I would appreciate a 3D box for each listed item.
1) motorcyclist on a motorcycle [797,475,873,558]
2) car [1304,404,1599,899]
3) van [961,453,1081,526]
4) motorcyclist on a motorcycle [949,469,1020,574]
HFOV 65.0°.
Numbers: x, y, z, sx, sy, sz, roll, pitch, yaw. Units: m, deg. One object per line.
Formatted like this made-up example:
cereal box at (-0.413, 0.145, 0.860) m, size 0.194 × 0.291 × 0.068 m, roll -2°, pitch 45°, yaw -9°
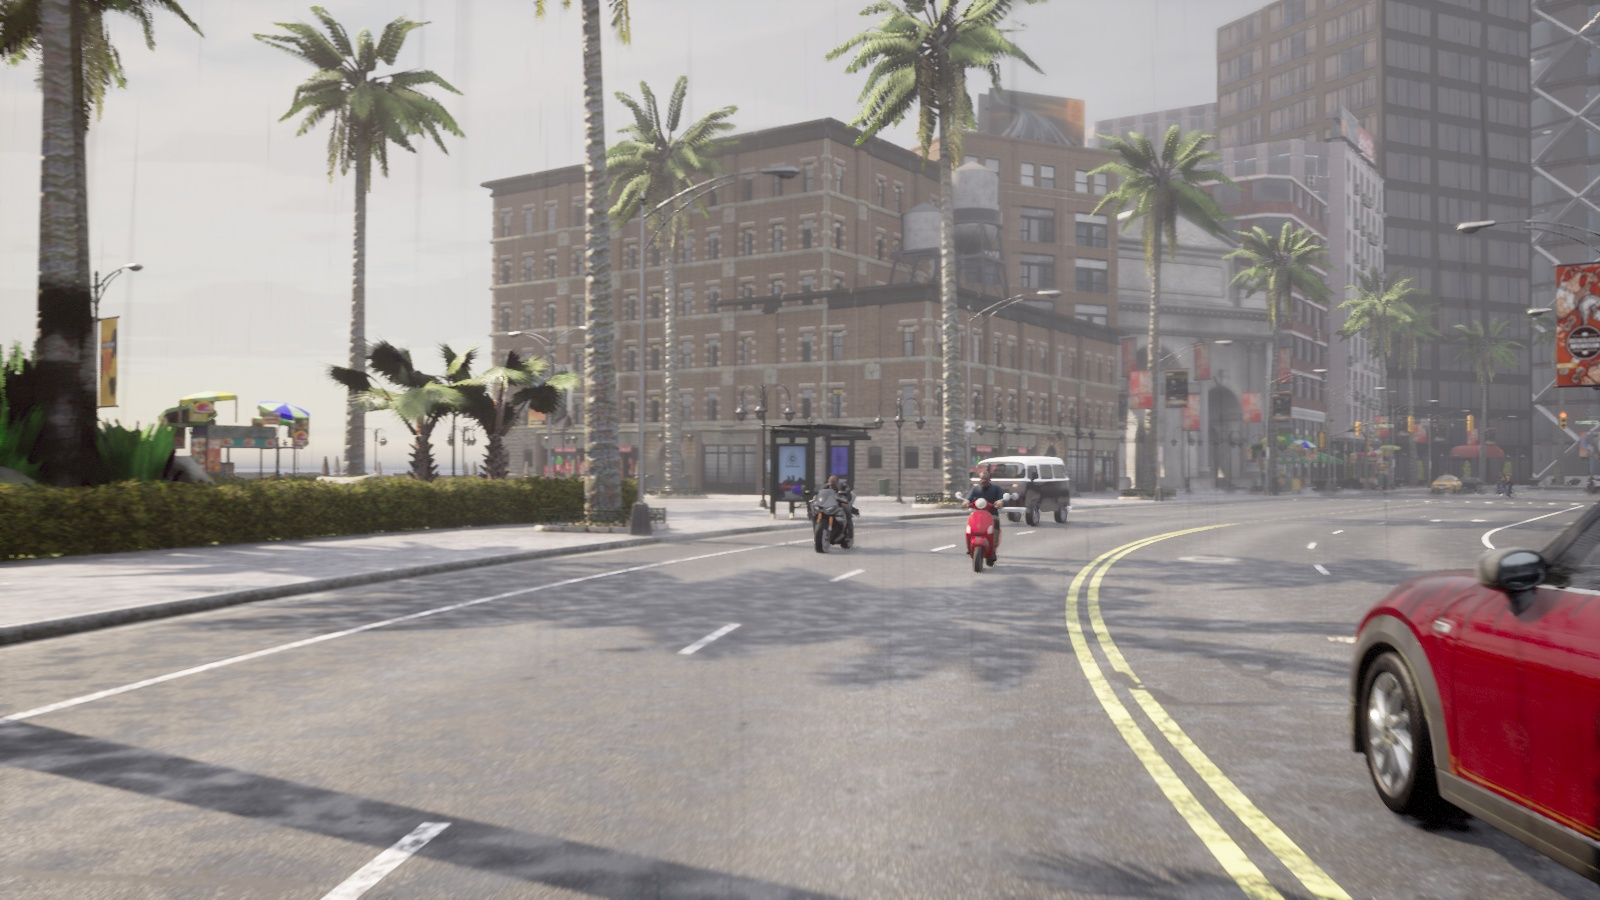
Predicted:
motorcyclist on a motorcycle at (0.708, 1.258, 24.528) m, size 0.866 × 1.530 × 2.191 m, roll 0°, pitch -1°, yaw 19°
car at (3.672, 0.737, 4.472) m, size 2.097 × 1.767 × 4.553 m, roll 0°, pitch -1°, yaw 3°
van at (6.678, 1.147, 37.570) m, size 2.069 × 2.038 × 4.480 m, roll -1°, pitch -1°, yaw 31°
motorcyclist on a motorcycle at (2.965, 1.095, 20.028) m, size 0.866 × 1.590 × 1.817 m, roll 0°, pitch -1°, yaw 17°
